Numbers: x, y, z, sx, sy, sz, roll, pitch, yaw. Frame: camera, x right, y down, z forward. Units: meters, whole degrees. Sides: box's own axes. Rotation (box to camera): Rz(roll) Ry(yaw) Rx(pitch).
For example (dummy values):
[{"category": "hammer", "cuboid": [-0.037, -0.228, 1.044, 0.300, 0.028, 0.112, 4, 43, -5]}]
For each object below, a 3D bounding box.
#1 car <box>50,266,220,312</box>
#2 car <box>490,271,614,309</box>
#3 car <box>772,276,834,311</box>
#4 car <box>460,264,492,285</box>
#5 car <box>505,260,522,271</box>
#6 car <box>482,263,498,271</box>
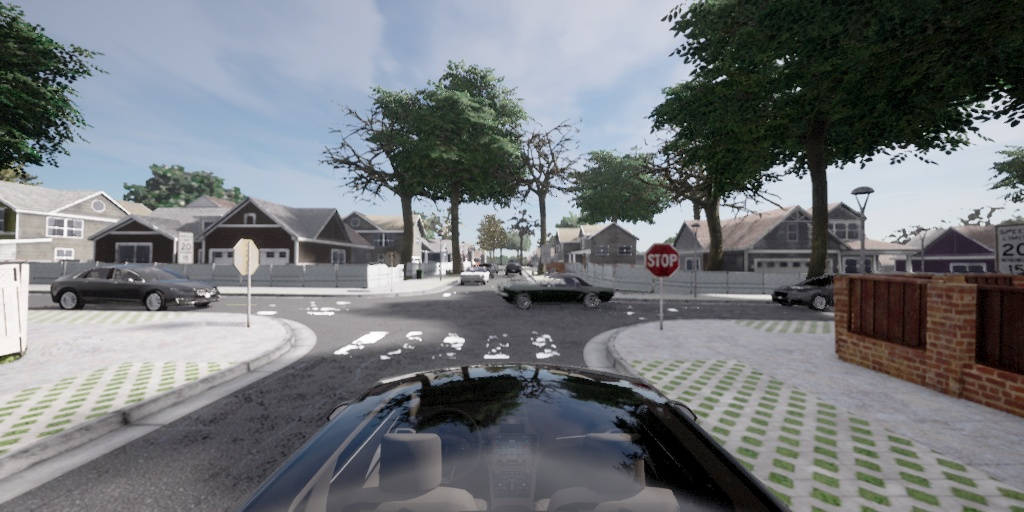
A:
[{"category": "car", "cuboid": [-12.925, 1.096, 12.465, 4.892, 1.490, 1.837, 1, -1, 2]}, {"category": "car", "cuboid": [1.691, 1.454, 14.977, 4.718, 1.301, 1.895, 2, -1, -14]}, {"category": "car", "cuboid": [14.190, 1.598, 15.767, 4.892, 1.490, 1.837, 0, -1, -1]}, {"category": "car", "cuboid": [-2.797, 1.503, 27.510, 1.895, 1.301, 4.718, 0, 0, 0]}, {"category": "car", "cuboid": [0.186, 1.565, 44.587, 1.882, 1.535, 5.008, 0, -1, 0]}, {"category": "car", "cuboid": [-2.770, 1.511, 37.881, 1.837, 1.490, 4.892, 0, -1, 0]}]
